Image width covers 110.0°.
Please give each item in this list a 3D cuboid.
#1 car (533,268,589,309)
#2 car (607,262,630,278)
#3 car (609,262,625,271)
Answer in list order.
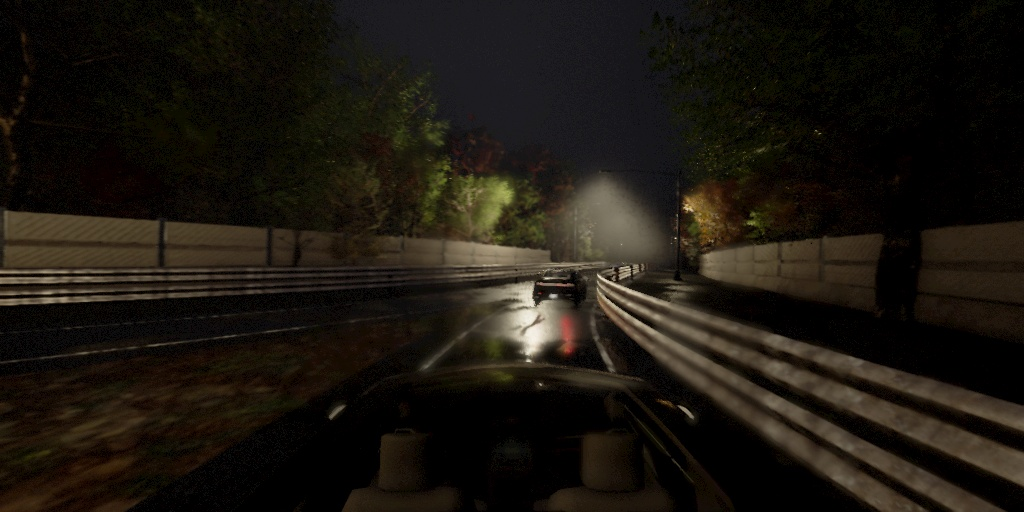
[{"bbox_3d":[2.177,1.275,15.475,2.128,1.511,4.902,1,0,15],"label":"car"},{"bbox_3d":[11.158,1.537,37.501,1.994,1.385,4.181,1,0,24],"label":"car"},{"bbox_3d":[18.234,1.723,62.124,2.033,1.411,5.357,1,0,24],"label":"car"}]
